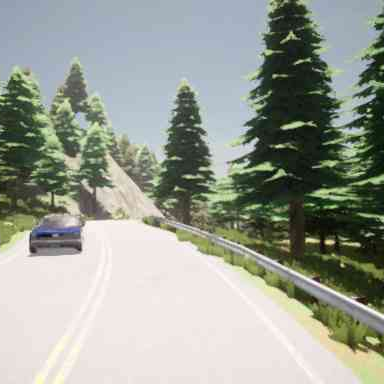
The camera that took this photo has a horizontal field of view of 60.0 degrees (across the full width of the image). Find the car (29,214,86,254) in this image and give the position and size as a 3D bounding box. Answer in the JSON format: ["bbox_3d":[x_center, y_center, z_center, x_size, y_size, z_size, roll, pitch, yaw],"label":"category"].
[{"bbox_3d":[-5.491,1.632,13.973,1.895,1.301,4.718,0,0,-17],"label":"car"}]
